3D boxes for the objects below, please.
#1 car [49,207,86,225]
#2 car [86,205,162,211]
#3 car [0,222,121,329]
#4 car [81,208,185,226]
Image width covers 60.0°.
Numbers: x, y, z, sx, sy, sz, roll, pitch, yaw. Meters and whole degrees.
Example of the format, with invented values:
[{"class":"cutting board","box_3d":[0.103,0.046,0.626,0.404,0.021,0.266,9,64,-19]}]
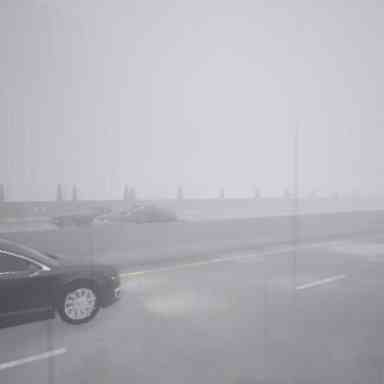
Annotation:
[{"class":"car","box_3d":[-6.385,1.604,20.931,4.718,1.301,1.895,0,0,-35]},{"class":"car","box_3d":[-3.096,1.495,18.977,4.902,1.511,2.128,0,0,-35]},{"class":"car","box_3d":[-3.601,1.505,5.471,4.892,1.490,1.837,0,0,-36]},{"class":"car","box_3d":[-2.297,1.604,15.249,4.718,1.301,1.895,0,0,-35]}]
